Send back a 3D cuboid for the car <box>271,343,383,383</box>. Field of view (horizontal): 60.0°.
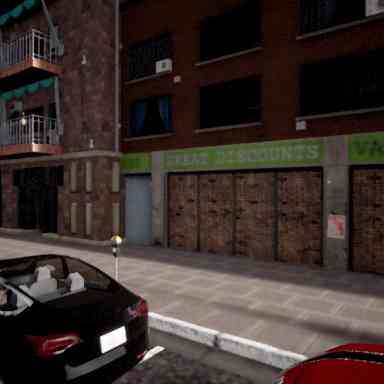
[{"bbox_3d":[2.105,1.437,1.368,4.097,1.590,1.967,0,0,36],"label":"car"}]

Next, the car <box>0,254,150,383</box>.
[{"bbox_3d":[-2.503,1.562,4.655,4.313,1.339,1.947,0,0,36],"label":"car"}]
